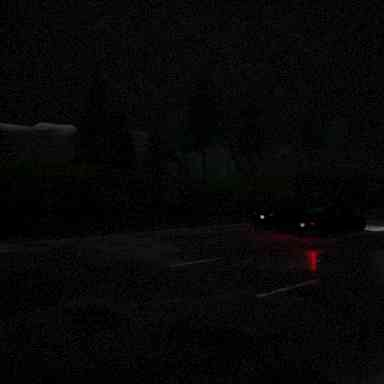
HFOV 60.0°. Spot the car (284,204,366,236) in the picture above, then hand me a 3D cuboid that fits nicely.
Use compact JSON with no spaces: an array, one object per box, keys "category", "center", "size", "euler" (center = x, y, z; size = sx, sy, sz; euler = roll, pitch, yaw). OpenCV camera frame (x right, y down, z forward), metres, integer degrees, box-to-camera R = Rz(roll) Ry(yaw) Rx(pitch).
[{"category":"car","center":[7.249,1.393,17.515],"size":[4.674,1.442,1.812],"euler":[0,0,-36]}]

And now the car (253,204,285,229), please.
[{"category":"car","center":[5.777,1.425,20.764],"size":[4.181,1.385,1.994],"euler":[-1,0,-35]}]
